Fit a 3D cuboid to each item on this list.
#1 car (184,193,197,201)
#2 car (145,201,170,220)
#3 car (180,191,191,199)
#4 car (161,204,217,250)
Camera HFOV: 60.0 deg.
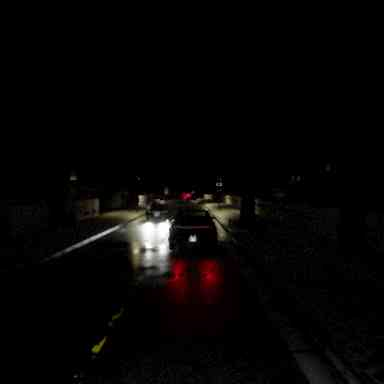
[{"bbox_3d":[-0.163,1.445,76.966,1.895,1.301,4.718,0,0,-7],"label":"car"},{"bbox_3d":[-2.662,1.474,27.506,2.128,1.511,4.902,0,0,0],"label":"car"},{"bbox_3d":[-1.634,0.864,87.105,2.150,2.045,5.566,0,0,-14],"label":"car"},{"bbox_3d":[0.044,1.491,14.399,2.128,1.511,4.902,0,0,0],"label":"car"}]
